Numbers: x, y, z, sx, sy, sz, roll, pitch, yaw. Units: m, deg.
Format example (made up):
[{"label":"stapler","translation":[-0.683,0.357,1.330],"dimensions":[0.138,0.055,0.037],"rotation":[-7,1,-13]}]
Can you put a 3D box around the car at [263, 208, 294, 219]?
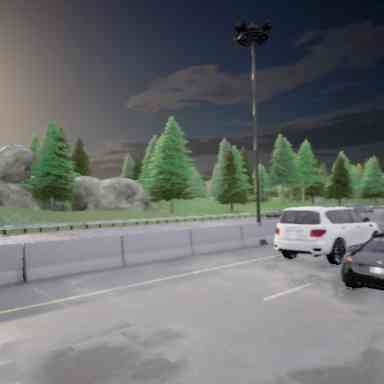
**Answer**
[{"label":"car","translation":[12.439,3.034,47.489],"dimensions":[4.718,1.301,1.895],"rotation":[0,-3,-41]}]

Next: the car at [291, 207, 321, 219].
[{"label":"car","translation":[15.651,2.850,45.651],"dimensions":[4.181,1.385,1.994],"rotation":[0,-3,-41]}]

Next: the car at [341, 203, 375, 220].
[{"label":"car","translation":[20.203,2.331,40.358],"dimensions":[4.553,1.767,2.097],"rotation":[0,-3,-41]}]

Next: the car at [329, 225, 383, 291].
[{"label":"car","translation":[5.730,1.760,8.876],"dimensions":[4.181,1.385,1.994],"rotation":[0,-3,-41]}]

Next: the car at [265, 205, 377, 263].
[{"label":"car","translation":[5.584,1.584,13.399],"dimensions":[5.566,2.045,2.150],"rotation":[1,-3,-41]}]

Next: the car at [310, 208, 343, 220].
[{"label":"car","translation":[17.106,2.729,42.284],"dimensions":[4.718,1.301,1.895],"rotation":[0,-3,-41]}]
